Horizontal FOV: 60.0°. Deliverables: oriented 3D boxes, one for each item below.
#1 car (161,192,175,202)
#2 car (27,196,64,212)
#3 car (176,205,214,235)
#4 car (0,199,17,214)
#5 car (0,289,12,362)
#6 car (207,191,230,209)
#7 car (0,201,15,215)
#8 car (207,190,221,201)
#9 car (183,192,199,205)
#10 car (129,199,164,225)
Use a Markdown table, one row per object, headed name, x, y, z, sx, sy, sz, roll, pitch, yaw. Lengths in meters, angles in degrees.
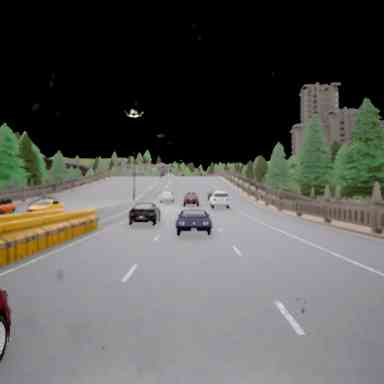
| name | x | y | z | sx | sy | sz | roll | pitch | yaw |
| --- | --- | --- | --- | --- | --- | --- | --- | --- | --- |
| car | -3.577 | 0.648 | 49.205 | 1.812 | 1.442 | 4.674 | 0 | 5 | 0 |
| car | -14.047 | 1.497 | 32.212 | 1.882 | 1.535 | 5.008 | 0 | 1 | 0 |
| car | 0.099 | 1.656 | 19.286 | 1.895 | 1.301 | 4.718 | 0 | 0 | 0 |
| car | -17.532 | 1.413 | 29.400 | 2.097 | 1.767 | 4.553 | 0 | 1 | 0 |
| car | -3.398 | 1.486 | 2.560 | 1.882 | 1.535 | 5.008 | 0 | 0 | 0 |
| car | 3.405 | 0.906 | 41.203 | 2.150 | 2.045 | 5.566 | 0 | 3 | 0 |
| car | -14.071 | 1.590 | 22.027 | 1.812 | 1.442 | 4.674 | 0 | 0 | 0 |
| car | 3.349 | 0.501 | 51.671 | 1.895 | 1.301 | 4.718 | 0 | 5 | 0 |
| car | -0.092 | 0.826 | 44.602 | 2.097 | 1.767 | 4.553 | 0 | 4 | 0 |
| car | -3.414 | 1.549 | 24.746 | 1.882 | 1.535 | 5.008 | 0 | 0 | 0 |
